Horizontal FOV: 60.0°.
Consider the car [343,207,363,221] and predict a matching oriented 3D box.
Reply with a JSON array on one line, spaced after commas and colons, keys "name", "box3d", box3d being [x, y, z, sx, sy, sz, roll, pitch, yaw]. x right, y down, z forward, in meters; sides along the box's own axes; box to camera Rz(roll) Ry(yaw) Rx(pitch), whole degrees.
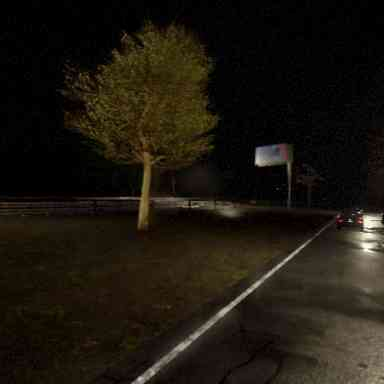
[{"name": "car", "box3d": [19.133, 2.584, 39.526, 1.994, 1.385, 4.181, 2, -1, 27]}]

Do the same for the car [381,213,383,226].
[{"name": "car", "box3d": [18.622, 2.405, 30.590, 1.882, 1.535, 5.008, 2, -1, 26]}]

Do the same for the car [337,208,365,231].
[{"name": "car", "box3d": [12.493, 2.217, 26.128, 2.033, 1.411, 5.357, 2, -1, 27]}]
